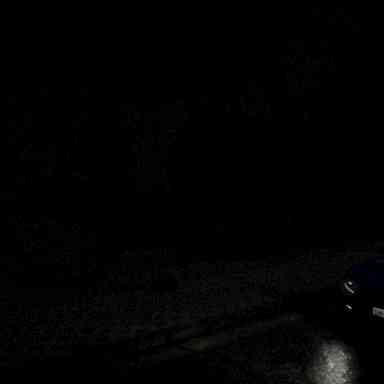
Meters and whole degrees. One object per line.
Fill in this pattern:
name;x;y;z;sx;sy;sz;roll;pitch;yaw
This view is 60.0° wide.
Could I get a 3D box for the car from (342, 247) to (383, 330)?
car;4.847;1.483;6.168;5.008;1.535;1.882;0;0;-32
